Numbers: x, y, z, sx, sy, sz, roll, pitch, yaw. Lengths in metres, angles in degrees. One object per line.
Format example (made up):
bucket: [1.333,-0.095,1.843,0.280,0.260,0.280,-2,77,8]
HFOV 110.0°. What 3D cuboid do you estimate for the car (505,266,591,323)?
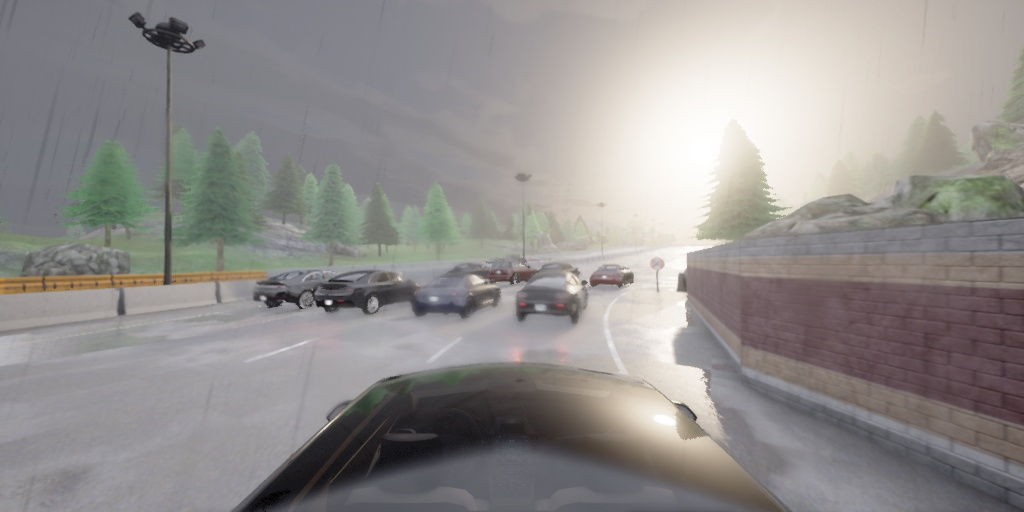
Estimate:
car: [1.426,1.229,11.839,1.812,1.442,4.674,-1,0,16]

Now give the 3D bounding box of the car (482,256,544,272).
car: [0.163,1.107,26.096,2.097,1.767,4.553,-1,0,30]

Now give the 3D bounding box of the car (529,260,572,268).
car: [3.301,1.208,24.537,1.837,1.490,4.892,-1,0,30]

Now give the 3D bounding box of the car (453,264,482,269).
car: [-2.910,1.314,27.770,1.837,1.490,4.892,-1,0,30]

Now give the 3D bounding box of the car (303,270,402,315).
car: [-5.233,1.303,13.907,1.837,1.490,4.892,-1,-1,16]

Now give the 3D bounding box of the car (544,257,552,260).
car: [5.510,0.921,63.424,1.895,1.301,4.718,-1,1,31]

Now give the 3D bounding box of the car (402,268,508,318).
car: [-1.839,1.315,13.063,1.994,1.385,4.181,-1,0,17]

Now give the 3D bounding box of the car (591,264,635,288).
car: [6.540,1.211,23.137,1.994,1.385,4.181,-1,0,31]

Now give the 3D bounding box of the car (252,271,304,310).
car: [-8.394,1.343,15.477,2.128,1.511,4.902,-1,0,17]
